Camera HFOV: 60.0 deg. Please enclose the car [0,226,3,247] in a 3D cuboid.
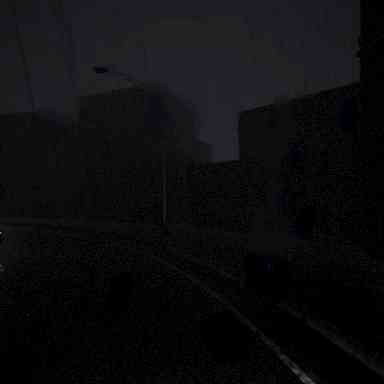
[{"bbox_3d":[-9.785,1.527,14.305,5.008,1.535,1.882,0,-2,43],"label":"car"}]
